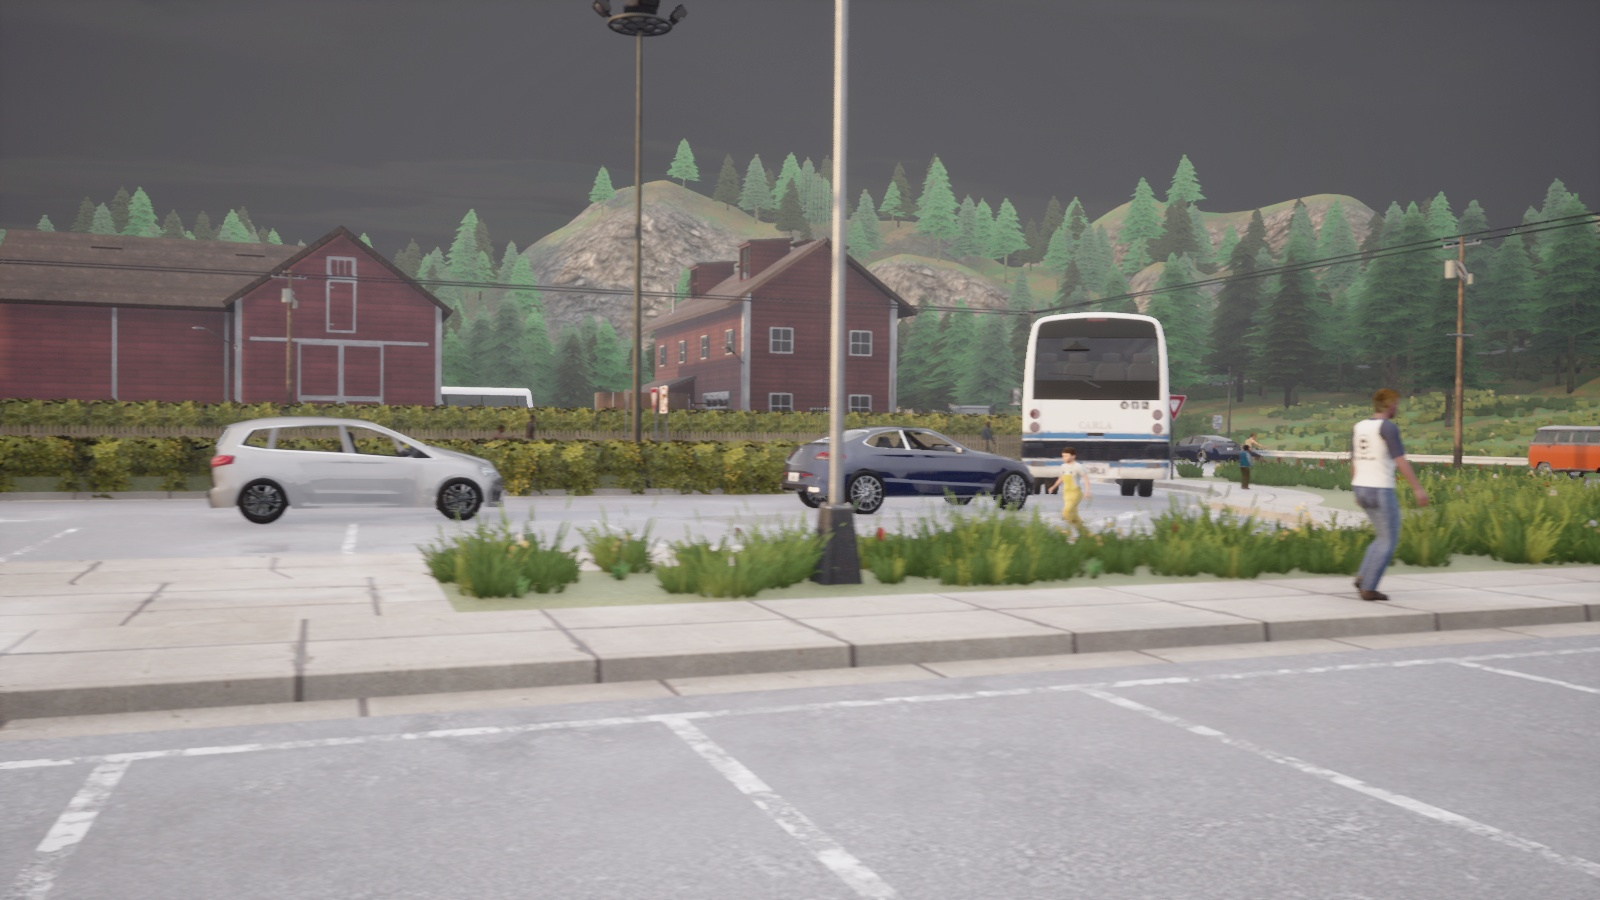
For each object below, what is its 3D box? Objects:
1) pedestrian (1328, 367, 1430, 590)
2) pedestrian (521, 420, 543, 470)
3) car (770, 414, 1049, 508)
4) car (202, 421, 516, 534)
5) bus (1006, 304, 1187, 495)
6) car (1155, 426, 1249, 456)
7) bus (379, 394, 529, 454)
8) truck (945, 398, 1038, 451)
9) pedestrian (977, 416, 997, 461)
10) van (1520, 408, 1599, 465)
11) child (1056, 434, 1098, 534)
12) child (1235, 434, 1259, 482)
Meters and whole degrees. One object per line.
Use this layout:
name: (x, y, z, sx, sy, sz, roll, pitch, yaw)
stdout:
pedestrian: (4.893, 0.228, 10.619, 0.706, 1.836, 0.354, -1, 1, -14)
pedestrian: (-9.830, -0.191, 46.113, 0.703, 1.840, 0.431, -1, 1, -21)
car: (2.153, 0.154, 24.521, 5.027, 1.651, 2.152, -1, 1, -27)
car: (-7.199, 0.383, 20.724, 4.611, 1.667, 2.242, -1, 1, -20)
bus: (7.594, -1.203, 33.317, 3.944, 4.253, 10.273, 0, 1, 11)
car: (20.815, -0.489, 65.279, 2.163, 1.488, 4.792, -1, 1, -20)
bus: (-25.354, -1.942, 92.056, 10.273, 4.253, 3.944, -1, 1, -20)
truck: (13.097, -1.735, 86.687, 2.891, 3.462, 7.936, -1, 1, -20)
pedestrian: (7.745, -0.478, 52.073, 0.726, 1.835, 0.370, -1, 1, -16)
van: (28.220, -0.483, 44.686, 1.775, 1.987, 4.442, -1, 1, -20)
child: (3.564, 0.429, 16.153, 0.437, 1.263, 0.270, -1, 1, -25)
child: (11.332, 0.196, 31.841, 0.448, 1.192, 0.343, -1, 1, -20)
